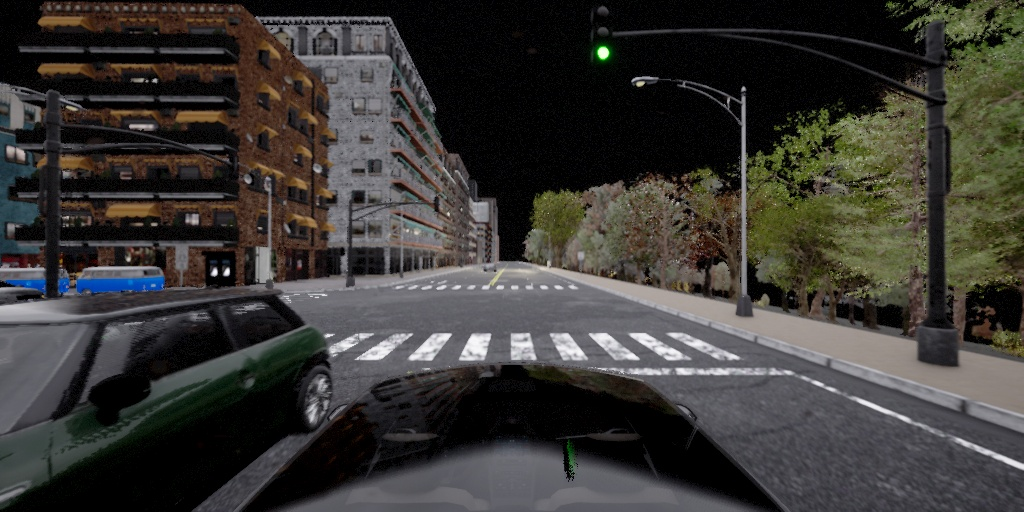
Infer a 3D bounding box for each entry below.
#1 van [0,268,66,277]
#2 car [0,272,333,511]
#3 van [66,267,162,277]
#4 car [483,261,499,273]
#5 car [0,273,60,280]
[{"bbox_3d":[-28.344,1.604,20.789,3.998,1.789,1.690,0,0,-1],"label":"van"},{"bbox_3d":[-3.252,1.103,2.515,2.097,1.767,4.553,0,-1,0],"label":"car"},{"bbox_3d":[-22.742,1.532,20.873,3.998,1.789,1.690,0,0,-1],"label":"van"},{"bbox_3d":[-3.309,1.835,54.146,1.812,1.442,4.674,0,0,0],"label":"car"},{"bbox_3d":[-22.761,1.664,15.087,4.892,1.490,1.837,-1,0,-1],"label":"car"}]
